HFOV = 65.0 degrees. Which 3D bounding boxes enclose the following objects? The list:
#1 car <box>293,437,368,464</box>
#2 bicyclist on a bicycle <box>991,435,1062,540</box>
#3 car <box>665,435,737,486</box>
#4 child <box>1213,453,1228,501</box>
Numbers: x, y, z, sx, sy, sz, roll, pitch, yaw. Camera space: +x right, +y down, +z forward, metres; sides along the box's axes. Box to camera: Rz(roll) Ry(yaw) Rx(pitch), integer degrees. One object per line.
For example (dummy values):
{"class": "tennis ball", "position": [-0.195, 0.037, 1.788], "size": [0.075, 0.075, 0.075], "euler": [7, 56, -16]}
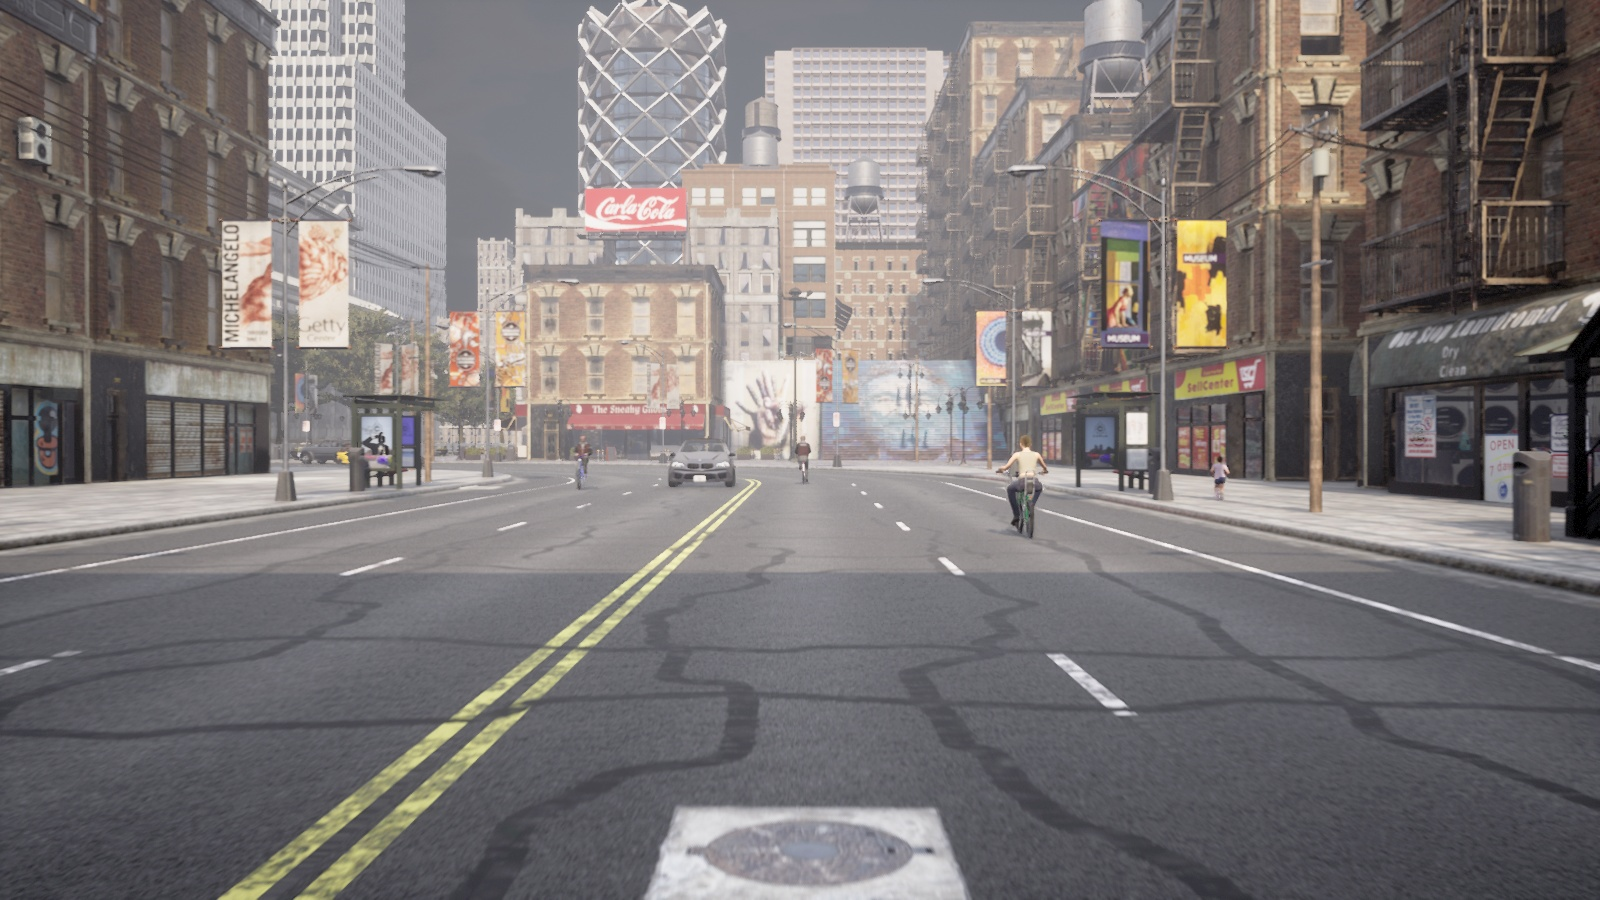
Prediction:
{"class": "car", "position": [-32.750, 0.044, 87.662], "size": [4.605, 1.855, 1.932], "euler": [0, 0, 15]}
{"class": "bicyclist on a bicycle", "position": [3.579, 0.573, 19.998], "size": [0.866, 1.612, 1.509], "euler": [0, 0, 0]}
{"class": "car", "position": [-3.351, 0.343, 43.430], "size": [2.242, 1.667, 4.611], "euler": [0, 0, -1]}
{"class": "child", "position": [9.802, 0.626, 29.276], "size": [0.255, 1.110, 0.394], "euler": [0, 0, 9]}
